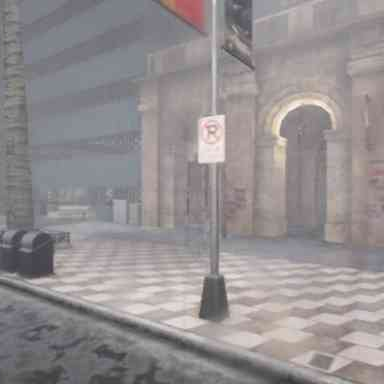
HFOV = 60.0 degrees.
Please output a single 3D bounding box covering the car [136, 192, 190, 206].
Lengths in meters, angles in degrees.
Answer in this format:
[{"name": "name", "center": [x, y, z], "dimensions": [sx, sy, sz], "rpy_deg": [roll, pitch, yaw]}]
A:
[{"name": "car", "center": [-2.217, 0.992, 27.356], "dimensions": [5.566, 2.045, 2.435], "rpy_deg": [0, 0, 36]}]
